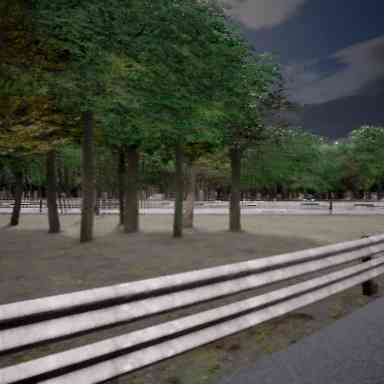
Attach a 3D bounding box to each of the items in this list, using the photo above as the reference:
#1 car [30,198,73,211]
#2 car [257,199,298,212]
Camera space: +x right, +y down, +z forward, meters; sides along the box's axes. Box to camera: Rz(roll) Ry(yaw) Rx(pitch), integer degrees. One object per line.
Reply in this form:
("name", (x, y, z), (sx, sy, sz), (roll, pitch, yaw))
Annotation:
("car", (-16.802, 1.506, 39.963), (4.902, 1.511, 2.128), (0, -1, 0))
("car", (10.332, 1.603, 40.061), (4.892, 1.490, 1.837), (0, -1, 0))
